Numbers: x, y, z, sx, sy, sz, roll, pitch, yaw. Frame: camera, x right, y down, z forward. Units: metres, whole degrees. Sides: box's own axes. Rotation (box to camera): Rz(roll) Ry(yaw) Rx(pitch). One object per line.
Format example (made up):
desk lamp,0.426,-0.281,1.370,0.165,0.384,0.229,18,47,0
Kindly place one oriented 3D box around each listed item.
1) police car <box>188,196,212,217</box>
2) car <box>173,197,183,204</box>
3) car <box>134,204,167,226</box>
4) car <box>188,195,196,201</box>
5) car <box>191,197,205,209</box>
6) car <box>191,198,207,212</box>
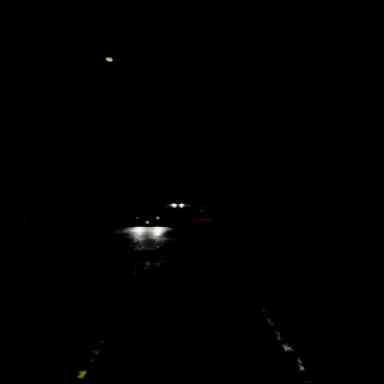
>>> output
police car,0.834,1.441,31.079,1.930,1.638,5.238,0,0,0
car,-2.738,1.670,65.935,1.895,1.301,4.718,0,0,0
car,-2.843,1.555,23.919,2.033,1.411,5.357,0,0,0
car,0.024,1.584,87.523,1.895,1.301,4.718,0,0,0
car,0.838,1.542,46.969,1.837,1.490,4.892,0,0,0
car,0.836,1.554,40.969,1.812,1.442,4.674,0,0,0
